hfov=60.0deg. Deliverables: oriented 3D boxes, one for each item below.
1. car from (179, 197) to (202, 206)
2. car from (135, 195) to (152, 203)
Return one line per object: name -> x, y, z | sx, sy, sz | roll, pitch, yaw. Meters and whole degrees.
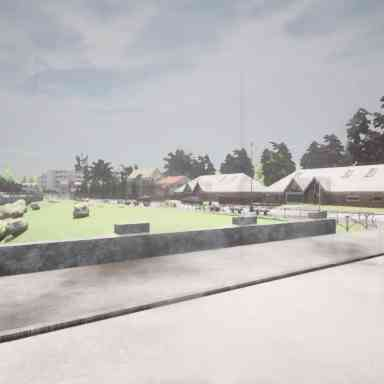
car -> -0.257, 1.491, 55.229 | 2.128, 1.511, 4.902 | 0, 0, -35
car -> -10.049, 1.502, 68.996 | 1.837, 1.490, 4.892 | 0, 0, -35
